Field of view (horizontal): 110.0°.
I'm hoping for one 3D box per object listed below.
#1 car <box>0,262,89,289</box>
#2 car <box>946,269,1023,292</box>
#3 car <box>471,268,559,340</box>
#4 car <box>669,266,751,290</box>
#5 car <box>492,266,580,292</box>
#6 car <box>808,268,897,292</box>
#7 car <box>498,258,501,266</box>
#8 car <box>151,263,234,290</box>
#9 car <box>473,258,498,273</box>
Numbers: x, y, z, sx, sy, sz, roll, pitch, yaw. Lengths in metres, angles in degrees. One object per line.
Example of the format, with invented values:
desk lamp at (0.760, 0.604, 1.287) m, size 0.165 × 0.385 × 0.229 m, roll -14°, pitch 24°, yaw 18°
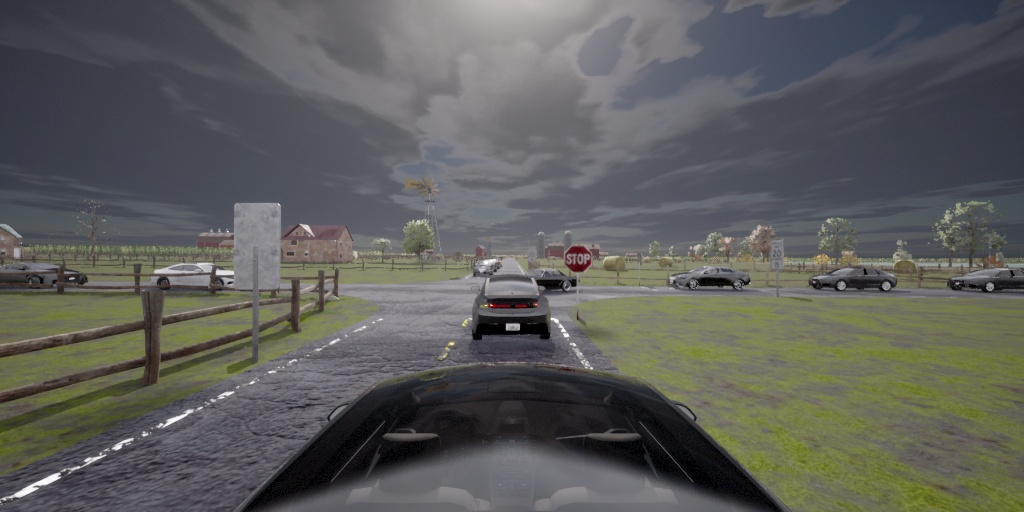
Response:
car at (-26.375, 1.048, 19.823) m, size 4.181 × 1.385 × 1.994 m, roll 1°, pitch -1°, yaw -1°
car at (31.689, 1.587, 23.593) m, size 4.892 × 1.490 × 1.837 m, roll 1°, pitch -1°, yaw -1°
car at (-0.079, 1.256, 10.006) m, size 1.837 × 1.490 × 4.892 m, roll 0°, pitch 0°, yaw -2°
car at (12.785, 1.396, 23.289) m, size 4.902 × 1.511 × 2.128 m, roll 1°, pitch -1°, yaw -2°
car at (1.488, 1.369, 20.053) m, size 4.718 × 1.301 × 1.895 m, roll 1°, pitch 0°, yaw -35°
car at (22.186, 1.499, 23.466) m, size 4.892 × 1.490 × 1.837 m, roll 1°, pitch -1°, yaw -1°
car at (-2.880, 1.241, 46.136) m, size 2.128 × 1.511 × 4.902 m, roll 0°, pitch 0°, yaw 0°
car at (-17.255, 1.104, 19.951) m, size 4.674 × 1.442 × 1.812 m, roll 1°, pitch -1°, yaw -1°
car at (-2.882, 1.243, 36.691) m, size 2.128 × 1.511 × 4.902 m, roll 0°, pitch 0°, yaw 0°
